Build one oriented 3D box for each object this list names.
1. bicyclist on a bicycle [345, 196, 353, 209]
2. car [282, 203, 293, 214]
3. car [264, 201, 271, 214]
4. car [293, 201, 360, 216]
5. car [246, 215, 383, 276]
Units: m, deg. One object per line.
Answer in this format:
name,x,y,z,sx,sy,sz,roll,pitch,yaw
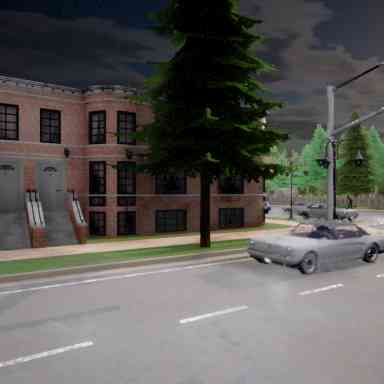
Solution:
bicyclist on a bicycle,19.240,1.301,40.664,1.656,1.620,0.582,0,0,-31
car,11.192,1.601,32.718,1.895,1.301,4.718,0,0,-31
car,5.784,1.221,34.980,2.150,2.045,5.566,0,0,-31
car,10.759,1.601,26.583,1.895,1.301,4.718,0,0,-31
car,4.013,1.601,10.449,4.718,1.301,1.895,0,0,-31
